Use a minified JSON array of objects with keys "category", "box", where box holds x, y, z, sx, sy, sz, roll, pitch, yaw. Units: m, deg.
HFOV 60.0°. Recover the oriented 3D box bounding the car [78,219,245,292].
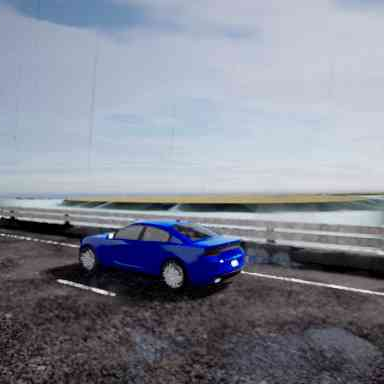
[{"category":"car","box":[-1.037,1.478,9.052,5.008,1.535,1.882,0,0,36]}]
